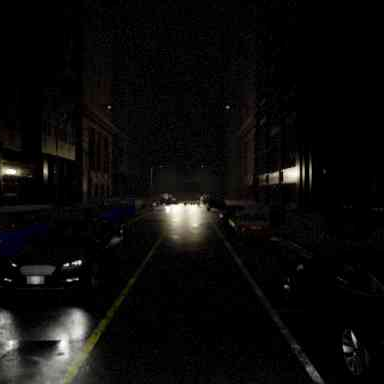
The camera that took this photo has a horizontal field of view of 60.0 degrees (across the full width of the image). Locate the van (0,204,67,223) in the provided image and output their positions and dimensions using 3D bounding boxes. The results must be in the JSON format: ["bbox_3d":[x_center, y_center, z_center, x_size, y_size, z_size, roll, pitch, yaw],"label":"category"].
[{"bbox_3d":[-5.761,1.328,10.823,1.690,1.788,3.998,0,0,0],"label":"van"}]

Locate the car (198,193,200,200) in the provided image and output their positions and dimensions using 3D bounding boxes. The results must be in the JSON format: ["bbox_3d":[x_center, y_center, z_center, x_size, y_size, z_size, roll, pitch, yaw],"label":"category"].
[{"bbox_3d":[2.763,1.473,72.808,1.752,1.417,4.829,0,0,0],"label":"car"}]

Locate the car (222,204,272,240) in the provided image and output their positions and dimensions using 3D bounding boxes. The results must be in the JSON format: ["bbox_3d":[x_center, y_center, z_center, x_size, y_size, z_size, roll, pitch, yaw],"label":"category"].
[{"bbox_3d":[2.763,1.507,16.620,1.752,1.417,4.829,0,0,0],"label":"car"}]

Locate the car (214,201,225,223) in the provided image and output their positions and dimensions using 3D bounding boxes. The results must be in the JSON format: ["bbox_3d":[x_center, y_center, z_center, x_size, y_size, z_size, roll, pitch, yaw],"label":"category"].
[{"bbox_3d":[2.763,1.542,22.069,1.947,1.339,4.313,0,0,0],"label":"car"}]

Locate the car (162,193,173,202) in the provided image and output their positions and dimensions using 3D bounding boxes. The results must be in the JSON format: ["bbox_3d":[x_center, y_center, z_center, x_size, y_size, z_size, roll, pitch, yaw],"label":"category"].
[{"bbox_3d":[-5.762,1.261,78.244,2.192,1.841,5.009,0,0,0],"label":"car"}]

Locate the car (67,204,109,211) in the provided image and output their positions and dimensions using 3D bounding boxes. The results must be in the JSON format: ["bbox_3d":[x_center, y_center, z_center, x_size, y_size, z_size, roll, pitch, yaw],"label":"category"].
[{"bbox_3d":[-5.762,1.526,16.442,1.887,1.381,4.507,0,0,0],"label":"car"}]

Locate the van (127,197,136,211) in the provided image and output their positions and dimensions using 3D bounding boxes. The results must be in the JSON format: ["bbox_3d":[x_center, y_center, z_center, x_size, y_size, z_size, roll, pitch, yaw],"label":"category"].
[{"bbox_3d":[-5.761,1.311,27.679,1.690,1.788,3.998,0,0,0],"label":"van"}]

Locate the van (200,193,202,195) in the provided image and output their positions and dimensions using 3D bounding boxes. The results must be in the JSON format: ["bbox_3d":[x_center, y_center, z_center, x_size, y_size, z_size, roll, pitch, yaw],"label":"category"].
[{"bbox_3d":[2.763,1.292,61.400,1.690,1.788,3.998,0,0,0],"label":"van"}]

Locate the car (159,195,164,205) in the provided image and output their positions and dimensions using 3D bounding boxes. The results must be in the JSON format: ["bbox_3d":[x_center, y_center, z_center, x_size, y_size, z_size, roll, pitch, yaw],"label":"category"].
[{"bbox_3d":[-5.762,1.506,50.158,2.008,1.369,4.403,0,0,0],"label":"car"}]

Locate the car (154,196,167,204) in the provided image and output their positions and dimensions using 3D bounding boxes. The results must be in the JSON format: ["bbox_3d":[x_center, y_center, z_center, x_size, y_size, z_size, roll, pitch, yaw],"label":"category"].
[{"bbox_3d":[-5.762,1.495,61.389,1.887,1.381,4.507,0,0,0],"label":"car"}]

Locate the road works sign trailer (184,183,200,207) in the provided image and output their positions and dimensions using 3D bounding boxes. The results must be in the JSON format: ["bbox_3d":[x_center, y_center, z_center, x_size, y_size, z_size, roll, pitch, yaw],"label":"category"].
[{"bbox_3d":[0.000,0.420,49.148,2.380,3.560,2.880,0,0,0],"label":"road works sign trailer"}]

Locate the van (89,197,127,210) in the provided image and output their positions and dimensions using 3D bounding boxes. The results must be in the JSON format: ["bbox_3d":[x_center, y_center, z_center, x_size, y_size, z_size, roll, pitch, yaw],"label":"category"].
[{"bbox_3d":[-5.761,1.317,22.060,1.690,1.788,3.998,0,0,0],"label":"van"}]

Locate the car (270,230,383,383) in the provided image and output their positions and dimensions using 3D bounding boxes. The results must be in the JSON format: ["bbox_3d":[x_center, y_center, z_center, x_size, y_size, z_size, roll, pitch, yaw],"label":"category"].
[{"bbox_3d":[2.764,1.560,5.212,1.947,1.339,4.313,0,0,0],"label":"car"}]

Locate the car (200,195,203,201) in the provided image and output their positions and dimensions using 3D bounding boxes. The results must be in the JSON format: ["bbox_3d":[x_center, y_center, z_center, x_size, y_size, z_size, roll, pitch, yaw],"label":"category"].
[{"bbox_3d":[2.763,1.504,55.781,2.008,1.369,4.403,0,0,0],"label":"car"}]

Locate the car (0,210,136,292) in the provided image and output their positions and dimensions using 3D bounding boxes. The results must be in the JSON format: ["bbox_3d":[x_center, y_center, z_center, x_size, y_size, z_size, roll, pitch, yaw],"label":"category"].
[{"bbox_3d":[-3.101,1.481,9.044,2.128,1.511,4.902,0,0,0],"label":"car"}]

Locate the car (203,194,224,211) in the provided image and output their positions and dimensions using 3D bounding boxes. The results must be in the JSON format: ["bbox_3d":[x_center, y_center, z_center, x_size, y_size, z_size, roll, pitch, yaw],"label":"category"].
[{"bbox_3d":[2.763,1.277,38.925,2.192,1.841,5.009,0,0,0],"label":"car"}]

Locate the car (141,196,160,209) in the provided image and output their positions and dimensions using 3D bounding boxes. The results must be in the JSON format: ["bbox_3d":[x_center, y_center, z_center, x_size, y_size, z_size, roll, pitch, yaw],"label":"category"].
[{"bbox_3d":[-5.762,1.484,44.363,1.752,1.417,4.829,0,0,0],"label":"car"}]

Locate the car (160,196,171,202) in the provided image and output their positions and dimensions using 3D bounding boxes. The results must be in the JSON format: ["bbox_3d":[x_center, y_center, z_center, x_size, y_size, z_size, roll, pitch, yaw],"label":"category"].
[{"bbox_3d":[-5.762,1.498,72.625,2.008,1.369,4.403,0,0,0],"label":"car"}]

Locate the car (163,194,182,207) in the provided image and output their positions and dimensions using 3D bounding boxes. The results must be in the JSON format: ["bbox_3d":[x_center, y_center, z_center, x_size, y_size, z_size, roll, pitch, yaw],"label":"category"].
[{"bbox_3d":[-3.078,1.446,51.418,2.128,1.511,4.902,0,0,0],"label":"car"}]
